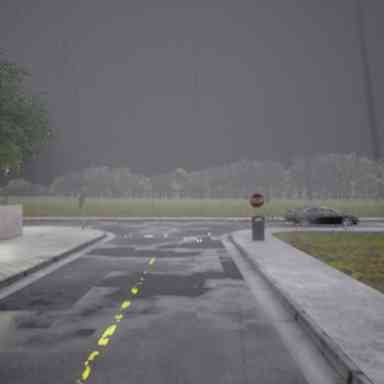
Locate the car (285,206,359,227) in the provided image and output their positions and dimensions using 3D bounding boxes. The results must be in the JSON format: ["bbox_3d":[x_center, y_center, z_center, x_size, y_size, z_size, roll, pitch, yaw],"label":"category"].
[{"bbox_3d":[9.038,1.703,23.269,4.902,1.511,2.128,0,-1,0],"label":"car"}]
